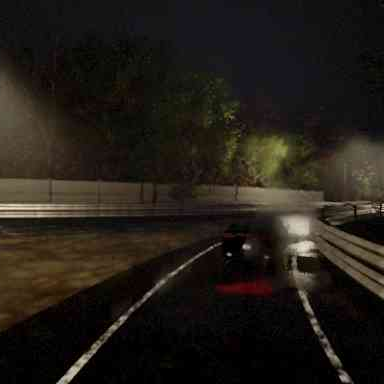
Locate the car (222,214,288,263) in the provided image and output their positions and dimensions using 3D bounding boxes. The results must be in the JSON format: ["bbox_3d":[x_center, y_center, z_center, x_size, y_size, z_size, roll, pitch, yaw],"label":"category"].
[{"bbox_3d":[2.528,1.570,12.621,1.882,1.535,5.008,0,0,20],"label":"car"}]
